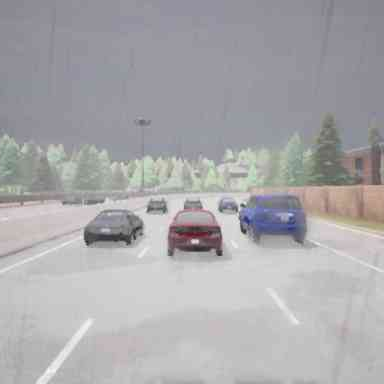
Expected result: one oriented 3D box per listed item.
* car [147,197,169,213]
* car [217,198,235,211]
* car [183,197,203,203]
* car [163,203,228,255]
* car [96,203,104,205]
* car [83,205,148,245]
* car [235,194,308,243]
[{"bbox_3d":[-3.395,1.281,33.441,2.128,1.511,4.902,0,0,0],"label":"car"},{"bbox_3d":[3.591,1.311,34.166,1.812,1.442,4.674,0,0,0],"label":"car"},{"bbox_3d":[0.105,1.281,33.465,2.128,1.511,4.902,0,0,0],"label":"car"},{"bbox_3d":[0.101,1.395,12.969,1.882,1.535,5.008,0,0,0],"label":"car"},{"bbox_3d":[-14.066,1.298,48.216,1.895,1.301,4.718,0,0,0],"label":"car"},{"bbox_3d":[-3.398,1.469,15.088,1.994,1.385,4.181,0,0,0],"label":"car"},{"bbox_3d":[3.595,1.123,15.643,2.150,2.045,5.566,0,0,0],"label":"car"}]
